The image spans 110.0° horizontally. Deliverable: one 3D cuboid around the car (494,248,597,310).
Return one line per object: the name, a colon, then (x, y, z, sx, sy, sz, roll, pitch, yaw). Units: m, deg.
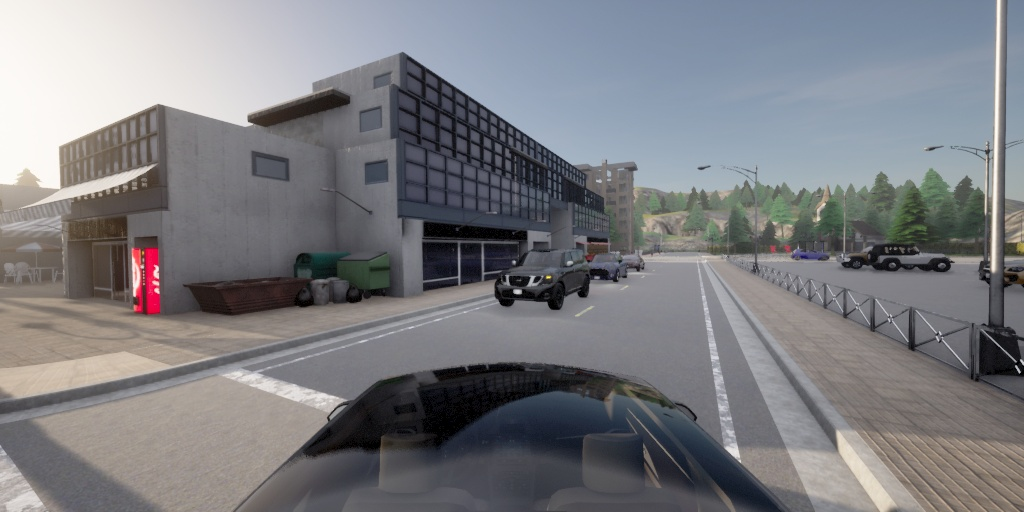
car: (1.428, 0.725, 13.860, 2.150, 2.045, 5.566, 0, 1, 27)

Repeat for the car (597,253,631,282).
car: (5.902, 0.619, 22.621, 2.097, 1.767, 4.553, 0, 1, 27)

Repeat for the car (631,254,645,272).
car: (10.560, 0.547, 31.731, 1.812, 1.442, 4.674, 0, 1, 27)
